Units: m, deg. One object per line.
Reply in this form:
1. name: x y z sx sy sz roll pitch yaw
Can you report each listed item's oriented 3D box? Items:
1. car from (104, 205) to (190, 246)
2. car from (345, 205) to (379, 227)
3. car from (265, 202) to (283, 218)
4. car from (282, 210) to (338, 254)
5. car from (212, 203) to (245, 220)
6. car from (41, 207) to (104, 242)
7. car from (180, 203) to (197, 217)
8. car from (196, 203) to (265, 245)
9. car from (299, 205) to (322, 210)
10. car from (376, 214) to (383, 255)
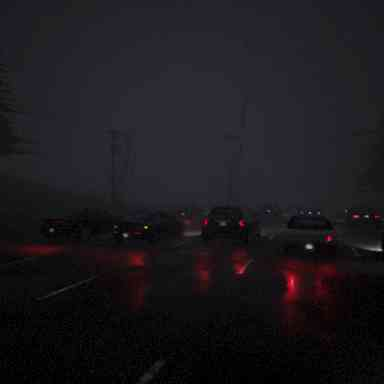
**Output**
1. car: -1.898 1.556 15.620 1.812 1.442 4.674 0 0 20
2. car: 12.223 1.657 23.982 2.033 1.411 5.357 0 0 20
3. car: 7.501 1.673 31.515 1.994 1.385 4.181 0 0 20
4. car: 4.920 1.655 13.887 1.895 1.301 4.718 0 0 20
5. car: 3.435 1.691 30.543 1.895 1.301 4.718 0 0 20
6. car: -5.224 1.497 16.717 1.882 1.535 5.008 0 0 20
7. car: -0.151 1.679 31.822 1.895 1.301 4.718 0 0 16
8. car: 2.059 1.402 16.275 2.097 1.767 4.553 0 0 20
9. car: 10.028 1.712 28.192 1.895 1.301 4.718 0 0 20
10. car: 7.436 1.621 10.559 1.994 1.385 4.181 0 0 20
